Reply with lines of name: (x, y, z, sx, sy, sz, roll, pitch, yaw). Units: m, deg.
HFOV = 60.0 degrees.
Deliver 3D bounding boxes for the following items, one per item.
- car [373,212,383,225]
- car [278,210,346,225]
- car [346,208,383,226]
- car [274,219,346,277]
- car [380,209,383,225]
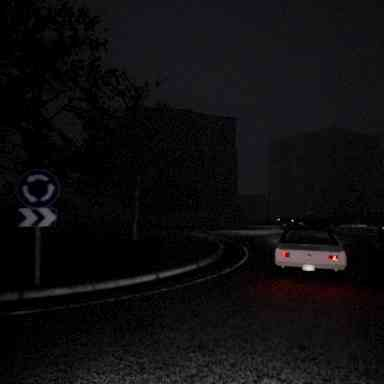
car: (24.902, 3.332, 39.898, 1.946, 1.575, 5.366, 5, -4, -33)
car: (8.527, 2.114, 24.247, 4.718, 1.301, 1.895, 2, -2, -24)
car: (20.226, 2.893, 36.648, 2.097, 1.535, 5.008, 5, -3, -33)
car: (3.847, 1.810, 11.137, 1.895, 1.301, 4.718, 0, -1, 18)
car: (20.339, 2.711, 31.251, 5.357, 1.411, 2.033, 5, -3, -33)
